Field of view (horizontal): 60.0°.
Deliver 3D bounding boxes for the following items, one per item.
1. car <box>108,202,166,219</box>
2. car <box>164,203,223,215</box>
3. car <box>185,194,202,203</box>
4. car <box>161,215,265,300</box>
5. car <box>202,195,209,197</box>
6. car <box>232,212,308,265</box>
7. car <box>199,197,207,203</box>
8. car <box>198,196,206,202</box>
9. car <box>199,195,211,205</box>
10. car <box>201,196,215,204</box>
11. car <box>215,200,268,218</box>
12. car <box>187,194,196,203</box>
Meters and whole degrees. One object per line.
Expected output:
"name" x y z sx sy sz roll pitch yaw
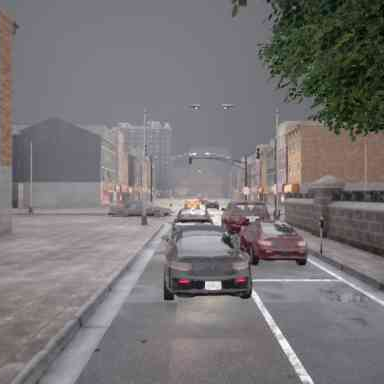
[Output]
"car" -4.386 1.558 28.384 5.357 1.411 2.033 0 -1 0
"car" 0.050 1.500 15.687 2.128 1.511 4.902 0 0 0
"car" 0.018 1.425 50.706 2.097 1.767 4.553 0 0 0
"car" 0.221 1.528 8.309 1.812 1.442 4.674 0 0 -4
"car" 2.541 1.644 59.544 1.887 1.381 4.507 1 0 0
"car" 2.625 1.586 11.353 1.802 1.307 4.206 1 0 0
"car" 2.512 1.739 75.856 1.802 1.307 4.206 0 0 0
"car" 2.493 1.753 86.731 2.008 1.369 4.403 0 0 0
"car" 2.533 1.432 64.982 2.192 1.841 5.009 1 0 0
"car" 2.569 1.599 43.232 1.887 1.381 4.507 1 0 0
"car" 2.619 1.324 16.802 2.192 1.841 5.009 1 0 0
"car" -0.133 1.387 77.080 2.150 2.045 5.566 0 0 0
